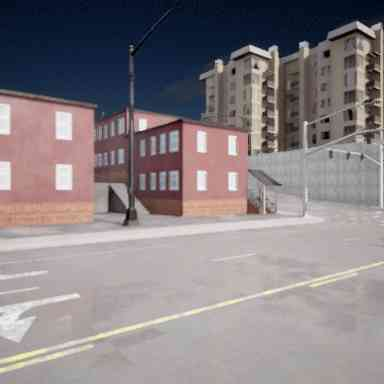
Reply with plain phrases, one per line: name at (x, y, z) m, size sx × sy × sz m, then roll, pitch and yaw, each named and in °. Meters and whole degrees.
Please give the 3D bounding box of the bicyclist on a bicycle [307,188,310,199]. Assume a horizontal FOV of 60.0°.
bicyclist on a bicycle at (17.251, 0.231, 49.640) m, size 1.656 × 1.620 × 0.582 m, roll 0°, pitch 7°, yaw -35°
